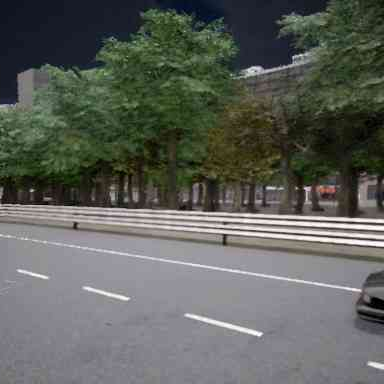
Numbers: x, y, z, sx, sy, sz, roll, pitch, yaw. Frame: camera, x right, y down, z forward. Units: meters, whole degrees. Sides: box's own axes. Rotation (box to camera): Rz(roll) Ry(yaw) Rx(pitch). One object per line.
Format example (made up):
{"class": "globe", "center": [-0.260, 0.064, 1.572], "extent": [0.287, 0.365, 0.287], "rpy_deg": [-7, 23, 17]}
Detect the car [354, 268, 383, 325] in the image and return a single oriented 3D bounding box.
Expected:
{"class": "car", "center": [5.218, 1.548, 4.445], "extent": [5.357, 1.411, 2.033], "rpy_deg": [0, 0, 35]}
